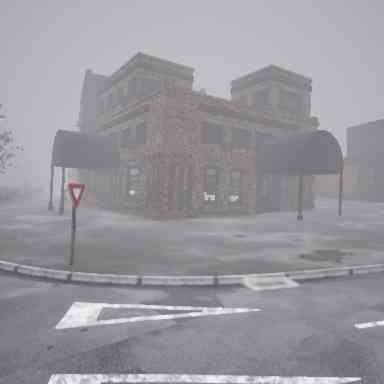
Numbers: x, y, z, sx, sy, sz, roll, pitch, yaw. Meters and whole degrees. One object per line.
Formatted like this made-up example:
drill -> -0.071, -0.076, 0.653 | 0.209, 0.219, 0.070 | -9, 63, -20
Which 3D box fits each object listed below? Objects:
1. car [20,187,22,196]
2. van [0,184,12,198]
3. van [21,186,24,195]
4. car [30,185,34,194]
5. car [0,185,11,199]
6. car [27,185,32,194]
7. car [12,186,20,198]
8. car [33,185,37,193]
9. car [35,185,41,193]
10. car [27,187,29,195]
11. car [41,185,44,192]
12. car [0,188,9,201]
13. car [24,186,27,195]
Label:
car -> -32.213, 0.171, 56.563 | 4.674, 1.452, 2.002 | 3, 1, -19
van -> -29.509, 0.104, 48.935 | 4.442, 1.987, 1.878 | 3, 0, -21
van -> -32.975, -0.159, 59.163 | 4.442, 1.987, 1.878 | 3, 1, -19
car -> -36.382, -0.200, 69.538 | 4.792, 1.488, 2.163 | 3, 1, -16
car -> -28.407, 0.277, 46.408 | 4.553, 1.767, 2.185 | 3, 0, -21
car -> -35.650, -0.129, 66.910 | 4.792, 1.488, 2.163 | 3, 1, -17
car -> -30.342, 0.019, 51.554 | 5.566, 2.045, 2.435 | 3, 0, -20
car -> -37.176, -0.305, 72.151 | 4.892, 1.521, 2.231 | 3, 1, -16
car -> -38.673, -0.431, 77.534 | 4.792, 1.488, 2.163 | 3, 1, -14
car -> -34.806, -0.044, 64.313 | 4.674, 1.452, 2.002 | 3, 1, -17
car -> -39.980, -0.840, 82.833 | 5.566, 2.045, 2.435 | 3, 0, -13
car -> -27.480, 0.466, 43.817 | 4.892, 1.521, 2.231 | 3, 0, -21
car -> -34.141, -0.023, 61.659 | 5.366, 1.575, 1.946 | 3, 1, -18
